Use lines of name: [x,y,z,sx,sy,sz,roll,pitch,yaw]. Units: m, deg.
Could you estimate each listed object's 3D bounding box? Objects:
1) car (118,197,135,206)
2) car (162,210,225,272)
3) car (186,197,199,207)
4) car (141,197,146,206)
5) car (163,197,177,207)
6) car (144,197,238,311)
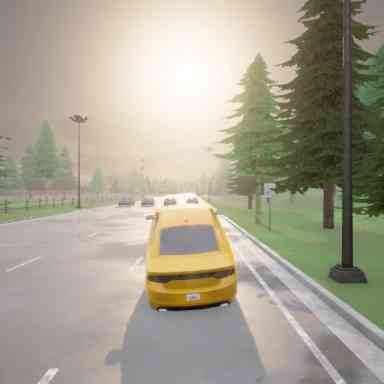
car: [-10.475,1.547,53.421,2.033,1.411,5.357,0,0,0]
car: [0.038,1.546,11.982,1.812,1.442,4.674,0,1,0]
car: [0.025,1.564,53.417,1.994,1.385,4.181,0,0,0]
car: [-6.975,1.547,53.420,2.033,1.411,5.357,0,0,0]
car: [-3.475,1.564,53.418,1.994,1.385,4.181,0,0,0]
car: [-0.140,1.110,8.406,1.882,1.535,5.008,-4,16,-3]
